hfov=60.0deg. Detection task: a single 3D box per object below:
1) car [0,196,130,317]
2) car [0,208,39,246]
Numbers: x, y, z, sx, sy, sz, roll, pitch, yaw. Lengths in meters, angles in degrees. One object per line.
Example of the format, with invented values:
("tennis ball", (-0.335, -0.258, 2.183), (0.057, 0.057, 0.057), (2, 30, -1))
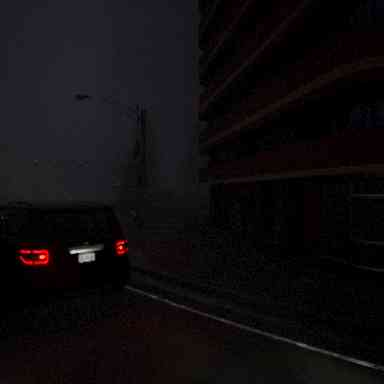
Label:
("car", (-3.526, 1.221, 7.828), (2.150, 2.045, 5.566), (0, 0, -40))
("car", (-8.473, 1.563, 15.906), (1.994, 1.385, 4.181), (0, 0, -26))
